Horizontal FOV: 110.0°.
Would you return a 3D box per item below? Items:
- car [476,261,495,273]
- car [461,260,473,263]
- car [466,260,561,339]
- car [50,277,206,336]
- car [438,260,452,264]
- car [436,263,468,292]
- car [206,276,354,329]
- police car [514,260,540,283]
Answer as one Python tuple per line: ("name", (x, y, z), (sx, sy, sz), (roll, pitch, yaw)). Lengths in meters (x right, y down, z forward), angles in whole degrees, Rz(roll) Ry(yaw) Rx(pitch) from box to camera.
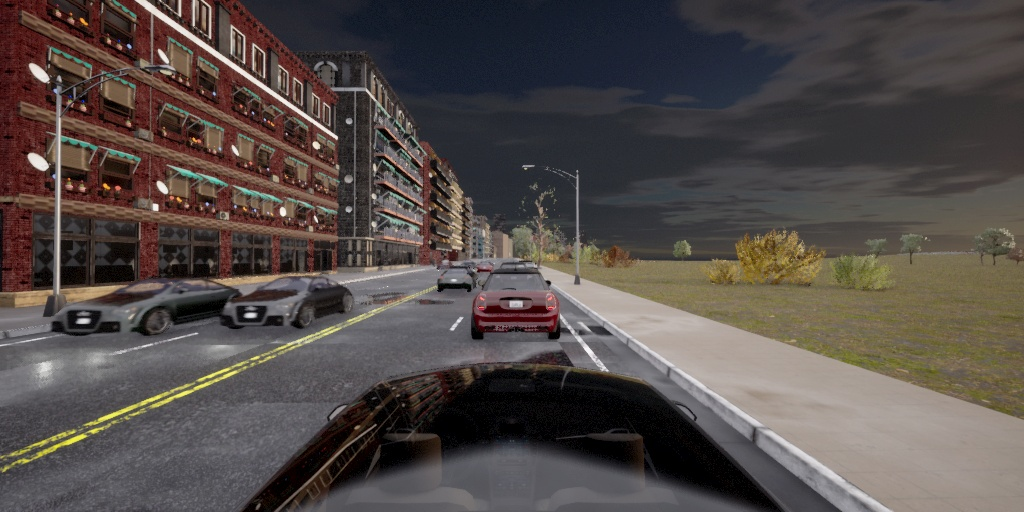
("car", (-3.193, 1.317, 43.895), (1.994, 1.385, 4.181), (0, 0, 0))
("car", (-6.647, 1.316, 54.142), (1.994, 1.385, 4.181), (0, 0, 0))
("car", (0.083, 1.104, 10.185), (2.097, 1.767, 4.553), (0, 0, 0))
("car", (-9.861, 1.315, 10.242), (1.994, 1.385, 4.181), (0, 0, 0))
("car", (-9.897, 1.278, 53.179), (1.812, 1.442, 4.674), (0, 0, 0))
("car", (-3.172, 1.316, 21.562), (1.994, 1.385, 4.181), (0, 0, 0))
("car", (-6.611, 1.315, 11.069), (1.994, 1.385, 4.181), (0, 0, 0))
("police car", (1.108, 1.179, 29.453), (1.930, 1.638, 5.238), (0, 0, 0))
